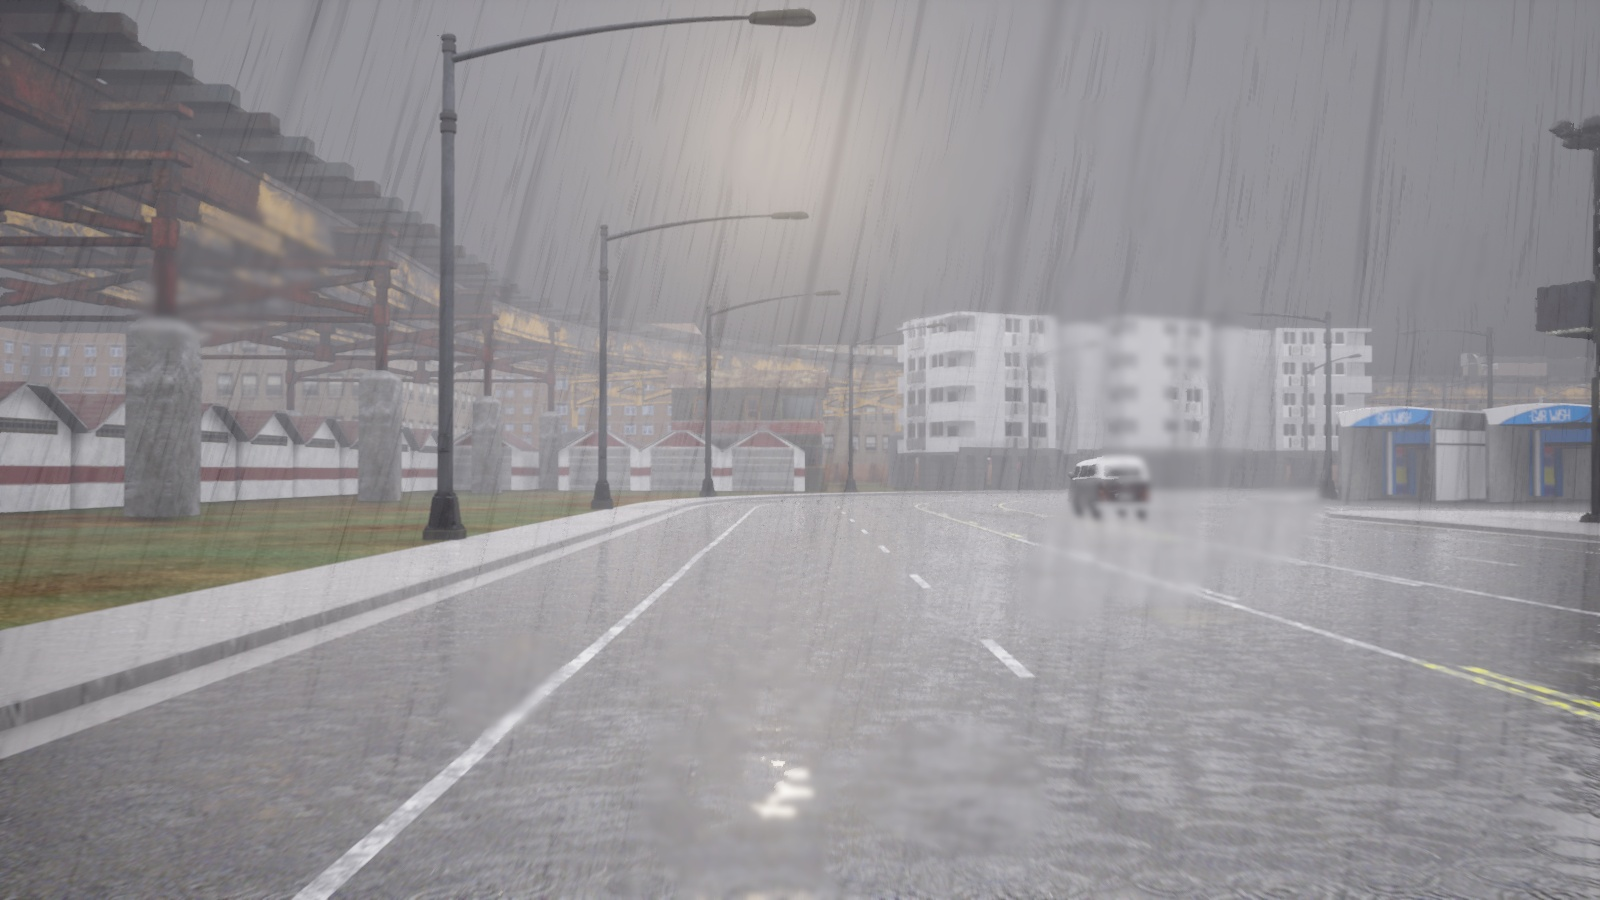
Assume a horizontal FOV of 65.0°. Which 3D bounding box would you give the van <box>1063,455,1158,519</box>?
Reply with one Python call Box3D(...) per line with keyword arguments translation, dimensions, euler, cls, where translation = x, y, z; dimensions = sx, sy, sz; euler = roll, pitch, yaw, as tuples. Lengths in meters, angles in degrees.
Box3D(translation=(10.400, 1.206, 42.378), dimensions=(2.069, 2.038, 4.480), euler=(0, -1, 0), cls="van")
